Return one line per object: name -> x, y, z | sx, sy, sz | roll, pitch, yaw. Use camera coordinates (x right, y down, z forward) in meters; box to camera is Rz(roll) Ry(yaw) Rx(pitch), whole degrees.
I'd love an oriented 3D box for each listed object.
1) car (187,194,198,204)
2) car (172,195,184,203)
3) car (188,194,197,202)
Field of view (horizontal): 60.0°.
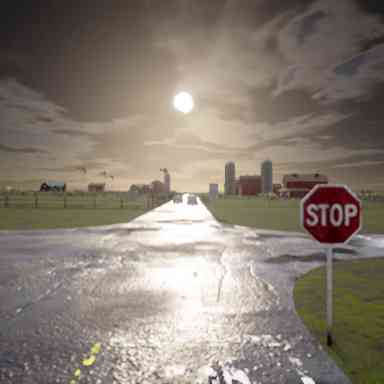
car -> 0.028, 1.436, 60.474 | 2.033, 1.411, 5.357 | 0, 0, 0
car -> -2.722, 1.384, 65.894 | 1.837, 1.490, 4.892 | 0, 0, 0
car -> 0.031, 1.230, 70.896 | 1.882, 1.535, 5.008 | 0, 0, 0
